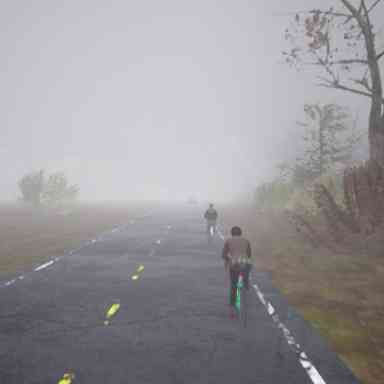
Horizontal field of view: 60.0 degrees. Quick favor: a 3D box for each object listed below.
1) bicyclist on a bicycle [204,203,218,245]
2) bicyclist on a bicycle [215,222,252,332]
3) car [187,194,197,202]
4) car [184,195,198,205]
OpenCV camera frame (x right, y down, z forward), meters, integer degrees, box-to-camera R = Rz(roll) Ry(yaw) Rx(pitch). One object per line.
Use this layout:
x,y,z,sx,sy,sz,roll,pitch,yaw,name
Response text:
0.827,1.370,14.486,0.659,1.776,1.843,0,0,0,bicyclist on a bicycle
0.813,1.450,5.891,0.582,1.620,1.656,-1,0,0,bicyclist on a bicycle
0.007,1.358,73.942,2.097,1.767,4.553,0,0,0,car
0.102,1.566,59.638,1.994,1.385,4.181,0,0,0,car
